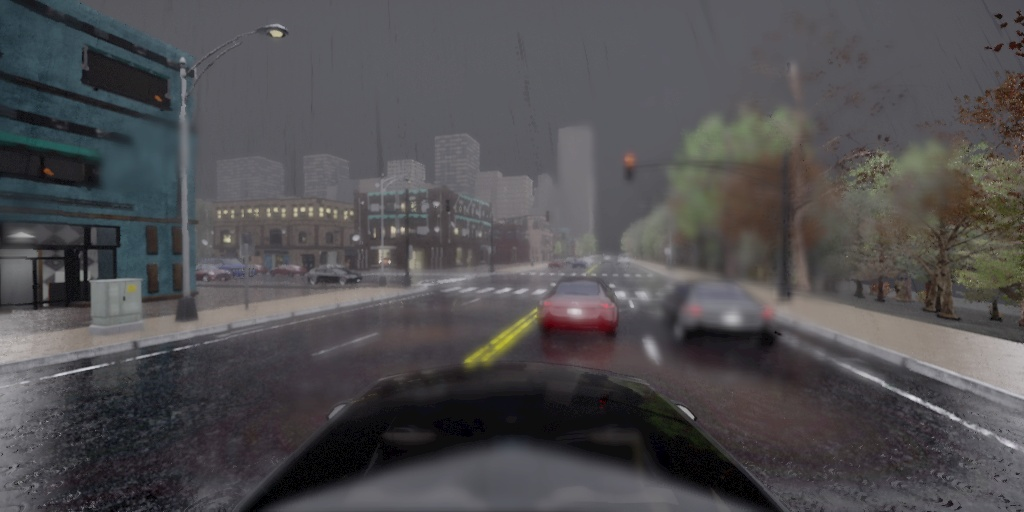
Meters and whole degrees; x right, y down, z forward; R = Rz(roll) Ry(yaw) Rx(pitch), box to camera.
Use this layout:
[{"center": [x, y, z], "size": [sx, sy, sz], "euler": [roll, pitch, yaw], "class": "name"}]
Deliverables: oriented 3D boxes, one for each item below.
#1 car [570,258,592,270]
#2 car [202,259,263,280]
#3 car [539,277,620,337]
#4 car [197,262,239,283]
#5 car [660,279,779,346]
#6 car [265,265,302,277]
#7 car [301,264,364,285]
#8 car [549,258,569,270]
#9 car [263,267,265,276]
[{"center": [9.503, 1.254, 49.256], "size": [1.895, 1.301, 4.718], "euler": [0, 0, 16], "class": "car"}, {"center": [-27.545, 1.335, 34.683], "size": [5.566, 2.045, 2.150], "euler": [-1, 1, 16], "class": "car"}, {"center": [2.059, 1.297, 10.384], "size": [1.994, 1.385, 4.181], "euler": [0, 0, 16], "class": "car"}, {"center": [-27.044, 1.570, 31.858], "size": [4.097, 1.591, 1.967], "euler": [0, 0, 16], "class": "car"}, {"center": [5.192, 1.296, 9.518], "size": [1.994, 1.385, 4.181], "euler": [0, 0, 16], "class": "car"}, {"center": [-24.769, 1.614, 39.924], "size": [4.207, 1.307, 1.802], "euler": [0, 0, 16], "class": "car"}, {"center": [-13.722, 1.533, 27.971], "size": [4.313, 1.339, 1.948], "euler": [0, 0, 16], "class": "car"}, {"center": [6.374, 1.256, 50.136], "size": [1.895, 1.301, 4.718], "euler": [0, 0, 16], "class": "car"}, {"center": [-30.095, 1.678, 41.428], "size": [4.207, 1.307, 1.802], "euler": [0, 0, 16], "class": "car"}]
